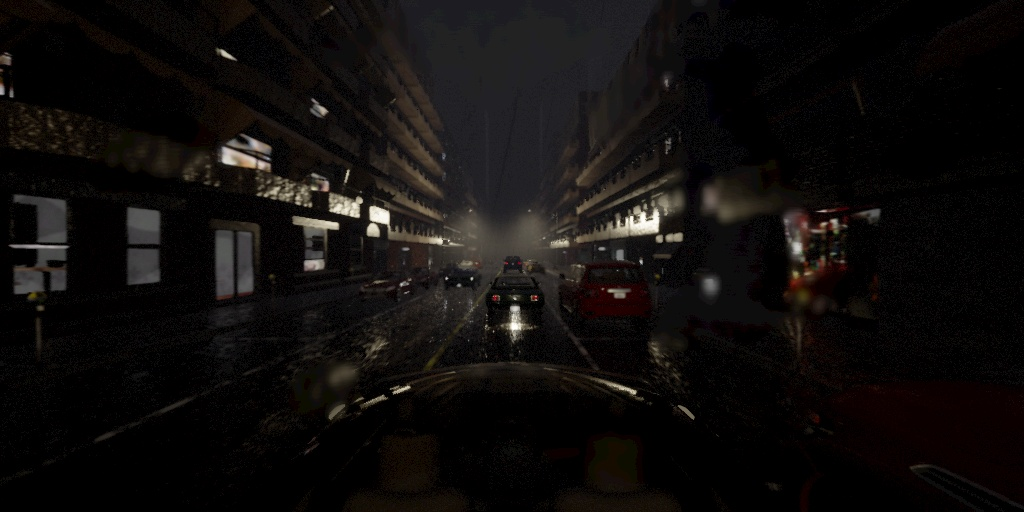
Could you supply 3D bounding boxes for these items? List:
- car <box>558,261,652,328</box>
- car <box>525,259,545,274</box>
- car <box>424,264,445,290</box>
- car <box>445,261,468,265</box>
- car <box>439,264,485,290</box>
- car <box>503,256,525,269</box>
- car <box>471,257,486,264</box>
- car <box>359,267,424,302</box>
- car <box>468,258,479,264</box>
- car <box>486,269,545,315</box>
[{"bbox_3d":[2.691,1.069,11.300,2.192,1.841,5.009,0,0,0],"label":"car"},{"bbox_3d":[2.693,1.291,39.480,1.751,1.417,4.829,0,0,0],"label":"car"},{"bbox_3d":[-5.689,1.341,22.533,1.802,1.307,4.207,0,0,0],"label":"car"},{"bbox_3d":[-5.688,1.314,33.738,2.007,1.370,4.403,0,0,0],"label":"car"},{"bbox_3d":[-2.998,1.361,22.555,1.895,1.301,4.718,0,0,0],"label":"car"},{"bbox_3d":[0.103,0.989,42.977,2.150,2.045,5.566,0,0,0],"label":"car"},{"bbox_3d":[-5.686,1.089,56.146,2.192,1.841,5.009,0,0,0],"label":"car"},{"bbox_3d":[-5.690,1.338,16.931,1.802,1.307,4.207,0,0,0],"label":"car"},{"bbox_3d":[-5.687,1.319,44.941,2.007,1.370,4.403,0,0,0],"label":"car"},{"bbox_3d":[0.102,1.356,13.481,1.895,1.301,4.718,0,0,0],"label":"car"}]
